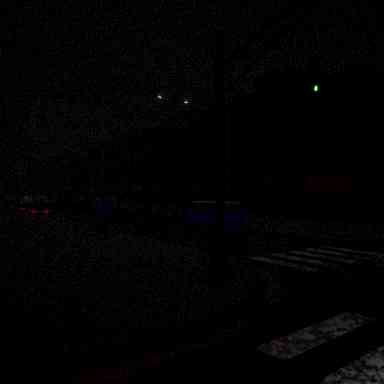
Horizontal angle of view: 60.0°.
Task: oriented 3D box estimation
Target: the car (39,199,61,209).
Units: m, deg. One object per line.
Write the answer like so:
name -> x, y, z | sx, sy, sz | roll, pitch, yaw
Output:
car -> -21.233, 1.701, 49.638 | 2.008, 1.369, 4.403 | 0, 0, -36

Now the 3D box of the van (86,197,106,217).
van -> -8.403, 1.420, 31.888 | 1.690, 1.788, 3.998 | 0, 0, -36

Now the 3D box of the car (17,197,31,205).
car -> -34.162, 1.748, 67.526 | 1.752, 1.417, 4.829 | 0, 0, -36

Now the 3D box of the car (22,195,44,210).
car -> -21.246, 1.489, 45.325 | 2.097, 1.767, 4.553 | 0, 0, -36

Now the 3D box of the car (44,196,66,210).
car -> -18.026, 1.447, 45.201 | 2.192, 1.841, 5.009 | 0, 0, -36

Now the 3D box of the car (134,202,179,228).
car -> -1.988, 1.486, 23.013 | 1.967, 1.590, 4.097 | 0, 0, -36

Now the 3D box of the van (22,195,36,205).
van -> -30.856, 1.545, 62.951 | 1.690, 1.788, 3.998 | 0, 0, -36

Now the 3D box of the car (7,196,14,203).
car -> -40.478, 1.697, 76.264 | 1.967, 1.590, 4.097 | 0, 0, -36

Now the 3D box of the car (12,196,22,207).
car -> -27.104, 1.771, 53.425 | 1.895, 1.301, 4.718 | 0, 0, -36

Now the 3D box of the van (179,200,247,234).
van -> 1.219, 1.372, 18.576 | 1.690, 1.788, 3.998 | 0, 0, -36

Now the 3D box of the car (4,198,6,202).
car -> -43.785, 1.801, 80.839 | 1.752, 1.417, 4.829 | 0, 0, -36

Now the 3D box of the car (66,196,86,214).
car -> -11.611, 1.411, 36.323 | 2.192, 1.841, 5.009 | 0, 0, -36

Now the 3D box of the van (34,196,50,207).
van -> -24.441, 1.509, 54.076 | 1.690, 1.788, 3.998 | 0, 0, -36

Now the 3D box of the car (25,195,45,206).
car -> -27.648, 1.501, 58.513 | 2.192, 1.841, 5.009 | 0, 0, -36

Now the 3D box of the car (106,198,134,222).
car -> -5.195, 1.502, 27.451 | 1.967, 1.590, 4.097 | 0, 0, -36
